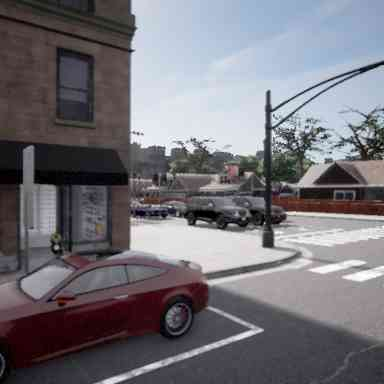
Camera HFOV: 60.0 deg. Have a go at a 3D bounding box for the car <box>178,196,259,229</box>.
[{"bbox_3d":[1.629,1.341,22.950,2.150,2.045,5.566,0,0,-35],"label":"car"}]

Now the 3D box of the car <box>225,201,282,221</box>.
[{"bbox_3d":[5.305,1.622,29.370,1.882,1.535,5.008,0,0,-36],"label":"car"}]

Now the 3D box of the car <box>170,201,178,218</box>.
[{"bbox_3d":[-1.472,1.688,32.897,1.837,1.490,4.892,0,0,-36],"label":"car"}]

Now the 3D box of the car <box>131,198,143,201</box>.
[{"bbox_3d":[-7.263,1.769,41.046,1.812,1.442,4.674,0,0,-35],"label":"car"}]

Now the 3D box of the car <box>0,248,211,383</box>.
[{"bbox_3d":[-1.610,1.584,5.040,4.206,1.307,1.802,0,0,-36],"label":"car"}]

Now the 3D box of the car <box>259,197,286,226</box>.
[{"bbox_3d":[4.309,1.344,24.791,2.150,2.045,5.566,0,0,-35],"label":"car"}]

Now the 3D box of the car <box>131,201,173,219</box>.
[{"bbox_3d":[-4.049,1.781,30.917,1.895,1.301,4.718,0,0,-36],"label":"car"}]
